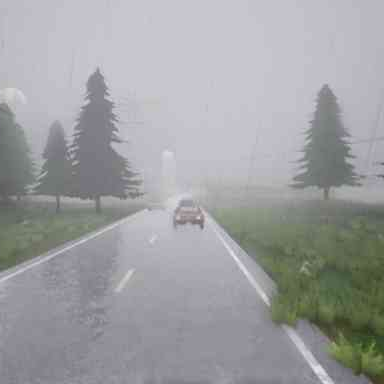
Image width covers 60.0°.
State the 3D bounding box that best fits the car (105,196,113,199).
[{"bbox_3d":[-18.486,1.216,72.950,1.905,1.878,3.866,-1,0,-32],"label":"car"}]

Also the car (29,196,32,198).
[{"bbox_3d":[-35.309,1.559,70.454,1.851,1.617,3.988,-1,0,-1],"label":"car"}]

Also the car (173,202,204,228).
[{"bbox_3d":[-0.243,1.535,21.570,1.895,1.301,4.718,-1,0,-1],"label":"car"}]

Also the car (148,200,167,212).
[{"bbox_3d":[-3.926,1.529,37.951,1.895,1.301,4.718,-1,0,-1],"label":"car"}]

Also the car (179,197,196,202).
[{"bbox_3d":[-0.592,1.381,41.119,1.837,1.490,4.892,-1,0,-1],"label":"car"}]
